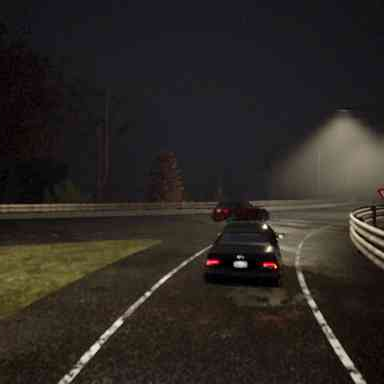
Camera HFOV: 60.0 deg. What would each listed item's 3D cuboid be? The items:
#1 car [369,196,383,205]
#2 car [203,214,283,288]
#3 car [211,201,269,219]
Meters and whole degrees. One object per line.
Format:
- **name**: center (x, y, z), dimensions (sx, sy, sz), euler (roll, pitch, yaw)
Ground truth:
- **car**: center (36.861, 1.827, 66.011), dimensions (1.837, 1.490, 4.892), euler (0, 0, 31)
- **car**: center (1.599, 1.593, 9.503), dimensions (2.033, 1.411, 5.357), euler (0, 0, 13)
- **car**: center (3.796, 1.473, 25.729), dimensions (4.553, 1.767, 2.097), euler (0, 0, -30)
